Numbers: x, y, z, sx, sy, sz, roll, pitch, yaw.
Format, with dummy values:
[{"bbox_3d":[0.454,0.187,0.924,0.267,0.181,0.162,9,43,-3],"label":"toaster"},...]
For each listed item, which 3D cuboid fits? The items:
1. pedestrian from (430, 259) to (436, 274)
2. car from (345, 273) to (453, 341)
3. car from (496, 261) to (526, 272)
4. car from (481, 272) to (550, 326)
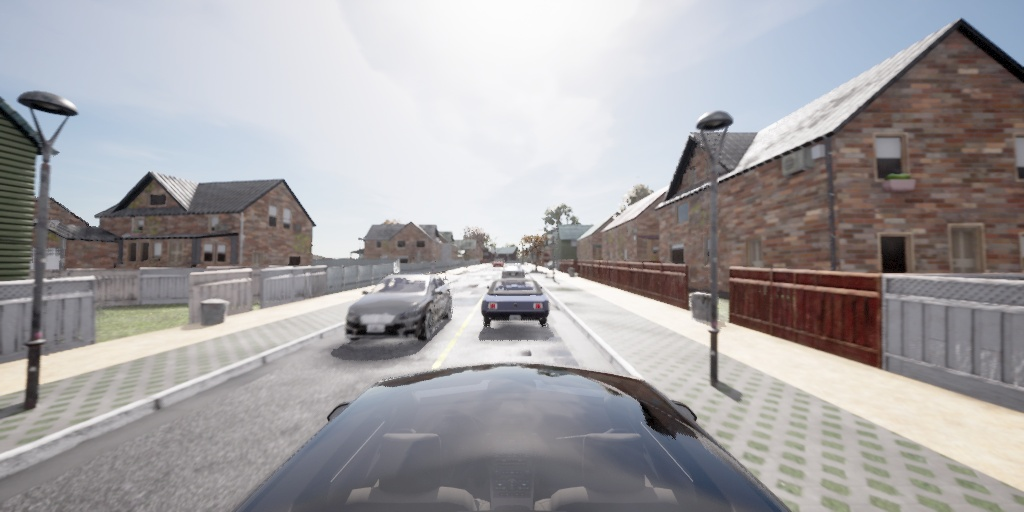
[{"bbox_3d":[-9.934,1.310,44.944,0.375,1.860,0.375,0,-2,5],"label":"pedestrian"},{"bbox_3d":[-2.851,1.254,9.971,2.128,1.511,4.902,0,0,0],"label":"car"},{"bbox_3d":[0.087,1.359,28.024,2.033,1.411,5.357,0,0,0],"label":"car"},{"bbox_3d":[0.095,1.367,11.794,1.895,1.301,4.718,0,0,0],"label":"car"}]
